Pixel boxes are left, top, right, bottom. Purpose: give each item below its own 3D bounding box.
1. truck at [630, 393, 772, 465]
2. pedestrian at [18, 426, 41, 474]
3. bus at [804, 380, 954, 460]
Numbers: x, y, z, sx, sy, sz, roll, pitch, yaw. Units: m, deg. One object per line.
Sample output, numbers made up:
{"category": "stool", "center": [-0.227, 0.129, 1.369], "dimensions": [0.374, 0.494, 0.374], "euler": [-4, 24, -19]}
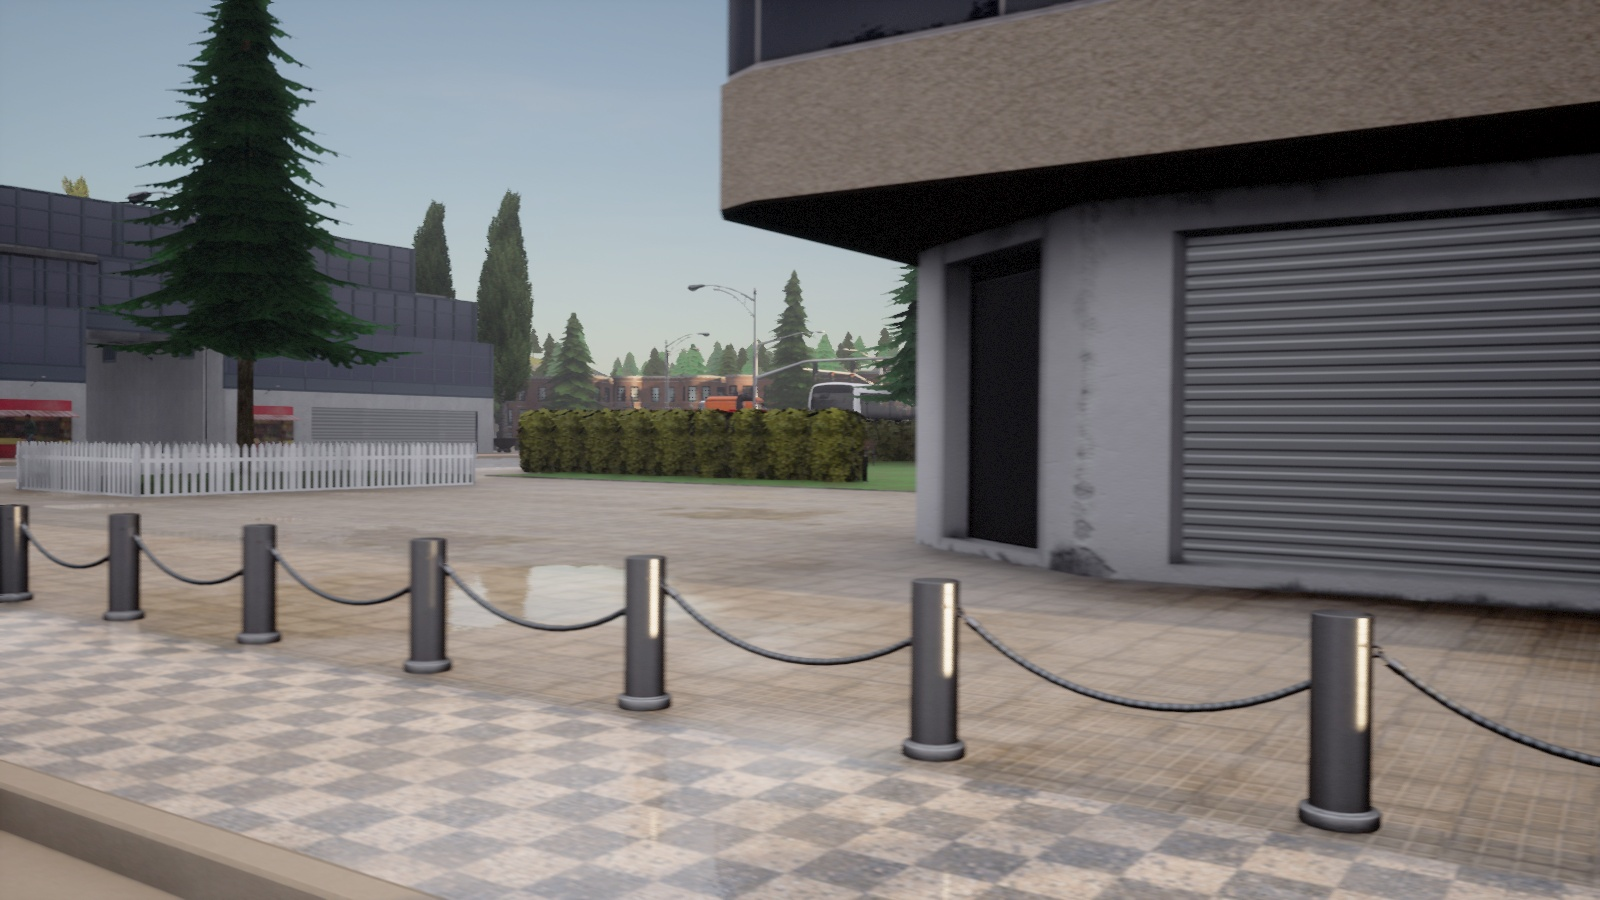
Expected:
{"category": "truck", "center": [-4.914, -1.082, 64.211], "dimensions": [2.891, 3.462, 7.936], "euler": [0, 1, 34]}
{"category": "pedestrian", "center": [-30.082, -0.007, 49.032], "dimensions": [0.353, 1.847, 0.614], "euler": [0, 1, 32]}
{"category": "bus", "center": [4.741, -1.676, 72.352], "dimensions": [3.944, 4.253, 10.273], "euler": [0, 1, 34]}
